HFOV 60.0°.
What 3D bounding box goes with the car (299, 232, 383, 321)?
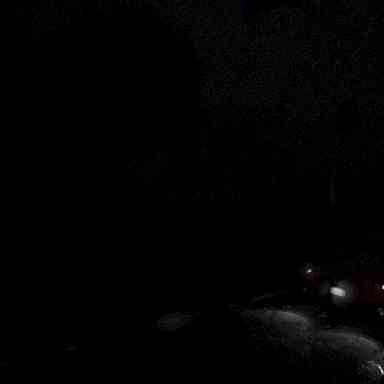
[{"bbox_3d":[4.183,1.569,6.996,4.181,1.385,1.994,0,0,-36],"label":"car"}]
